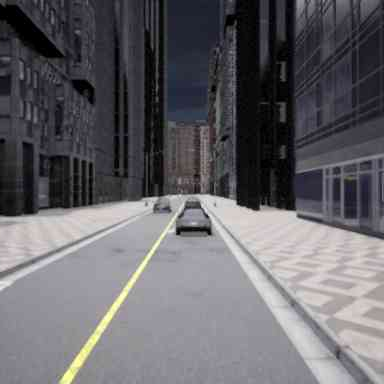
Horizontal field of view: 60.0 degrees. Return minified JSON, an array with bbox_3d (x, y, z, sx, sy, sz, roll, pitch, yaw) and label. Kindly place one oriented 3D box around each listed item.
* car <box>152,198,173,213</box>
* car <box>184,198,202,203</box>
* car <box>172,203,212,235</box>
[{"bbox_3d":[-3.091,1.450,35.686,1.837,1.490,4.892,0,0,0],"label":"car"},{"bbox_3d":[0.095,1.437,39.172,1.837,1.490,4.892,0,0,0],"label":"car"},{"bbox_3d":[0.097,1.556,18.907,1.994,1.385,4.181,0,0,0],"label":"car"}]
